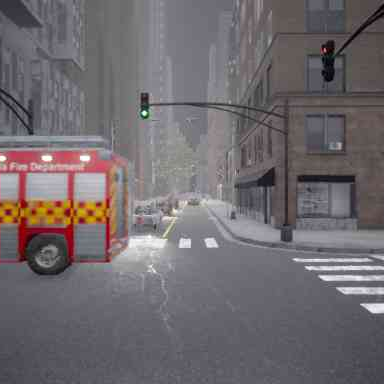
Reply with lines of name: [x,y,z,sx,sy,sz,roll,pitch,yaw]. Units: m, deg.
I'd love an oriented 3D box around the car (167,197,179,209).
car: [-2.865,1.479,45.830,2.128,1.511,4.902,0,0,1]

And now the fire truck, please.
fire truck: [-6.258,0.353,10.161,8.468,3.827,2.891,0,0,0]

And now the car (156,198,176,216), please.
car: [-2.948,1.558,32.786,1.994,1.385,4.181,0,0,0]

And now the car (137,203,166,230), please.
car: [-2.992,1.599,21.202,1.895,1.301,4.718,0,0,0]

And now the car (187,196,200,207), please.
car: [0.240,1.477,52.271,2.128,1.511,4.902,0,0,0]

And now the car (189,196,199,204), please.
car: [0.288,1.502,62.693,1.812,1.442,4.674,0,0,0]
